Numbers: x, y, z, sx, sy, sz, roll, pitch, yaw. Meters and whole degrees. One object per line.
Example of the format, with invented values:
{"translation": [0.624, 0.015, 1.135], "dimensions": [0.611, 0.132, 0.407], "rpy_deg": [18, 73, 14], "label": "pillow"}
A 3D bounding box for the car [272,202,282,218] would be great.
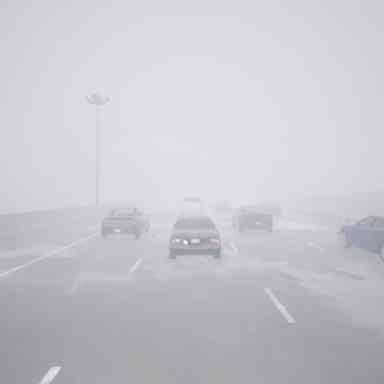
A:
{"translation": [7.111, 1.658, 31.325], "dimensions": [1.812, 1.442, 4.674], "rpy_deg": [0, 0, 0], "label": "car"}

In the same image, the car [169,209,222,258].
{"translation": [0.104, 1.603, 12.982], "dimensions": [2.033, 1.411, 5.357], "rpy_deg": [0, 0, 0], "label": "car"}

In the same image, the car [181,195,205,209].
{"translation": [0.111, 1.364, 33.726], "dimensions": [2.150, 2.045, 5.566], "rpy_deg": [0, 0, 0], "label": "car"}

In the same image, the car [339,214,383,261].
{"translation": [7.105, 1.529, 11.994], "dimensions": [1.882, 1.535, 5.008], "rpy_deg": [0, 0, 0], "label": "car"}

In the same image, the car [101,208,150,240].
{"translation": [-3.394, 1.566, 17.607], "dimensions": [2.128, 1.511, 4.902], "rpy_deg": [0, 0, 0], "label": "car"}

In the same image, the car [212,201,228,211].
{"translation": [3.613, 1.735, 40.537], "dimensions": [1.994, 1.385, 4.181], "rpy_deg": [0, 0, 0], "label": "car"}

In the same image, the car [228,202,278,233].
{"translation": [3.608, 1.565, 20.560], "dimensions": [1.882, 1.535, 5.008], "rpy_deg": [0, 0, 0], "label": "car"}
